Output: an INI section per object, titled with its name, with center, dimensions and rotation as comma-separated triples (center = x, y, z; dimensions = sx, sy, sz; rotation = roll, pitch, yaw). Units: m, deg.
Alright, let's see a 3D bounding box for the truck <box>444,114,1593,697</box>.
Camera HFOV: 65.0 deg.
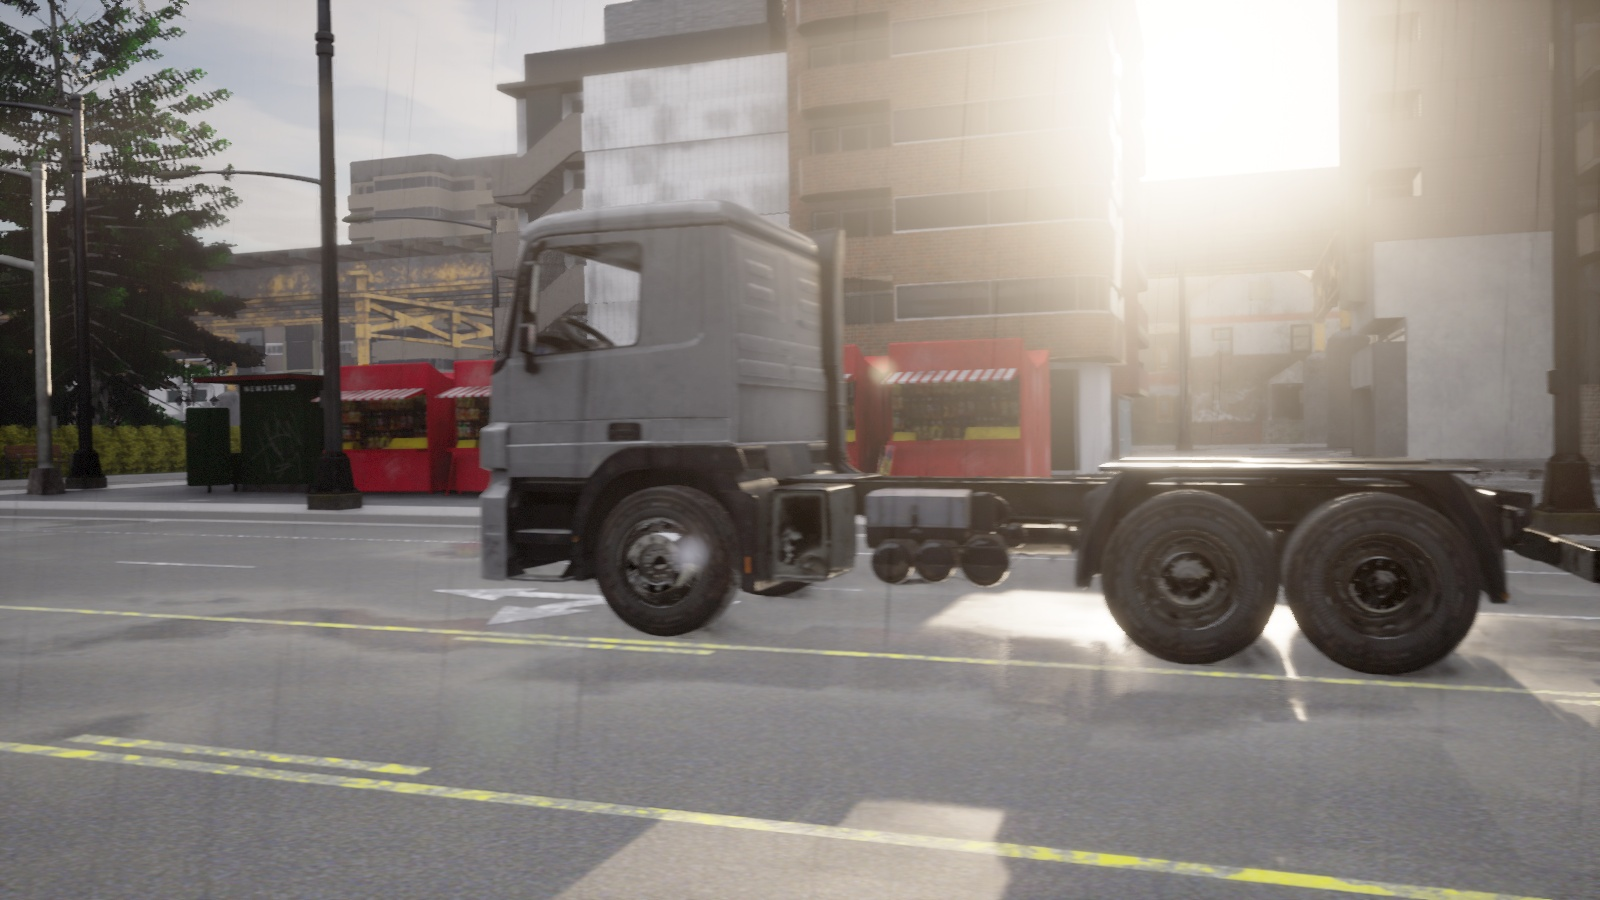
[truck]
center = 1.387, -0.311, 10.097
dimensions = 7.936, 3.462, 2.891
rotation = 1, 1, 19
